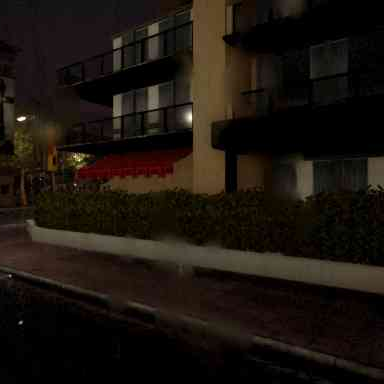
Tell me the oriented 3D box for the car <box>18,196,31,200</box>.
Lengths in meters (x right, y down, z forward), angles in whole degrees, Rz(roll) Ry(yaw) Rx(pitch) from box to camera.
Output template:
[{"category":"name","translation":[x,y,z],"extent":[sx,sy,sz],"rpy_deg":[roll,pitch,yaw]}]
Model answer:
[{"category":"car","translation":[-35.664,1.481,67.686],"extent":[4.892,1.521,2.231],"rpy_deg":[0,0,36]}]
